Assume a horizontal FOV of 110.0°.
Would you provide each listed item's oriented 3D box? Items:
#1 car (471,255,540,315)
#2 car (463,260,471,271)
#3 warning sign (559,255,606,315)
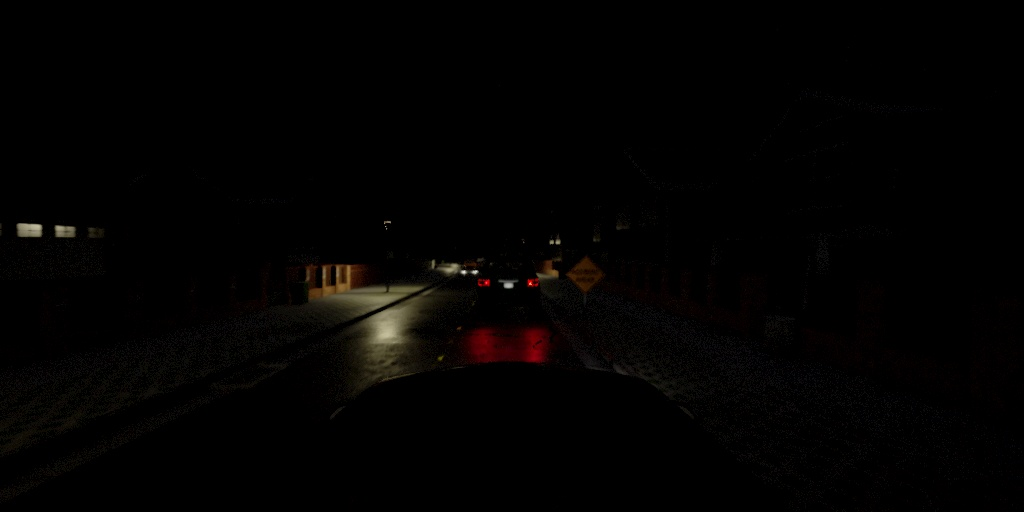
[{"bbox_3d":[-0.173,1.010,13.902,2.150,2.045,5.566,0,0,-1],"label":"car"},{"bbox_3d":[-6.287,1.396,53.472,1.882,1.535,5.008,0,0,-7],"label":"car"},{"bbox_3d":[2.371,0.892,11.726,1.300,1.860,1.060,0,0,-2],"label":"warning sign"}]
